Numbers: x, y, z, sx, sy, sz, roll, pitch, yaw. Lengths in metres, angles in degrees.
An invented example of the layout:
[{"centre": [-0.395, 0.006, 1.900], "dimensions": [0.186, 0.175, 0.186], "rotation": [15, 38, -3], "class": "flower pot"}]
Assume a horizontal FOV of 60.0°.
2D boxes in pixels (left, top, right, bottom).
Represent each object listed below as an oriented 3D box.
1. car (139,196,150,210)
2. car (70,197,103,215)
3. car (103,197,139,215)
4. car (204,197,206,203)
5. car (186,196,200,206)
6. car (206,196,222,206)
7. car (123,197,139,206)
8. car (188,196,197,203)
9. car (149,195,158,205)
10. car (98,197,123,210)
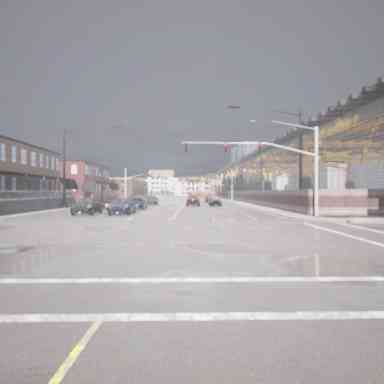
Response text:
[{"centre": [-7.039, 1.544, 43.566], "dimensions": [1.812, 1.442, 4.674], "rotation": [0, 0, 0], "class": "car"}, {"centre": [-10.551, 1.366, 33.476], "dimensions": [2.097, 1.767, 4.553], "rotation": [0, 0, 0], "class": "car"}, {"centre": [-7.051, 1.366, 33.601], "dimensions": [2.097, 1.767, 4.553], "rotation": [0, 0, 0], "class": "car"}, {"centre": [3.626, 1.575, 71.052], "dimensions": [2.033, 1.411, 5.357], "rotation": [0, 0, 0], "class": "car"}, {"centre": [0.169, 1.375, 55.011], "dimensions": [2.097, 1.767, 4.553], "rotation": [0, 0, 0], "class": "car"}, {"centre": [3.667, 1.623, 53.852], "dimensions": [1.895, 1.301, 4.718], "rotation": [0, 0, 0], "class": "car"}, {"centre": [-10.495, 1.589, 57.539], "dimensions": [1.994, 1.385, 4.181], "rotation": [0, 0, 1], "class": "car"}, {"centre": [0.124, 1.534, 70.986], "dimensions": [1.837, 1.490, 4.892], "rotation": [0, 0, 0], "class": "car"}, {"centre": [-7.000, 1.376, 57.247], "dimensions": [2.097, 1.767, 4.553], "rotation": [0, 0, 0], "class": "car"}, {"centre": [-10.543, 1.510, 43.482], "dimensions": [2.128, 1.511, 4.902], "rotation": [0, 0, 0], "class": "car"}]
